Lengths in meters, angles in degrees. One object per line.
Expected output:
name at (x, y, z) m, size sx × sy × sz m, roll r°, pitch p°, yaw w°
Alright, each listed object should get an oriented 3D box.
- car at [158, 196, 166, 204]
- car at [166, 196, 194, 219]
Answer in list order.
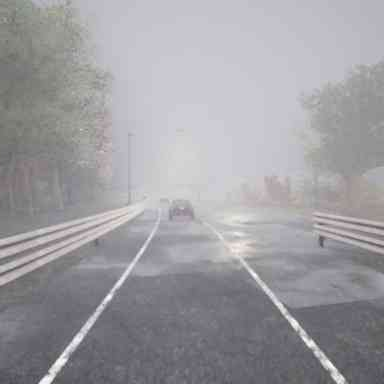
car at (-5.567, 1.476, 65.245) m, size 1.882 × 1.535 × 5.008 m, roll 0°, pitch 0°, yaw -11°
car at (-1.021, 1.375, 29.645) m, size 2.097 × 1.767 × 4.553 m, roll 0°, pitch 0°, yaw -5°
